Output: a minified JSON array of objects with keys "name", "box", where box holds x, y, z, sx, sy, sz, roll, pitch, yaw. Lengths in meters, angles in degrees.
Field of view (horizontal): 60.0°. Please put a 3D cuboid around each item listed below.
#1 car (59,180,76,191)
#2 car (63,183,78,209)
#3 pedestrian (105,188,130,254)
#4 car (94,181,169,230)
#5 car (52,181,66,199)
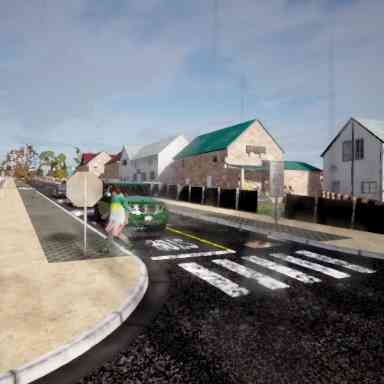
[{"name":"car","box":[-19.046,-0.994,50.756,1.812,1.442,4.674,0,3,-29]},{"name":"car","box":[-7.874,0.327,24.279,1.837,1.490,4.892,0,2,-28]},{"name":"pedestrian","box":[-2.045,0.718,9.142,0.375,1.860,0.375,3,-2,-29]},{"name":"car","box":[-2.990,0.529,15.305,2.150,2.045,5.566,0,3,-28]},{"name":"car","box":[-12.891,-0.131,33.508,2.033,1.411,5.357,0,3,-29]}]
